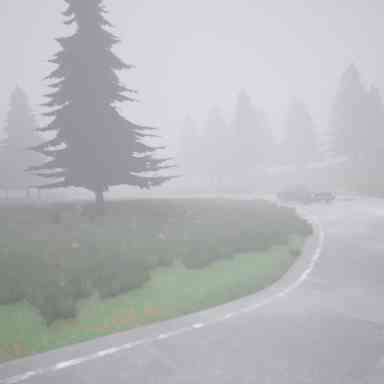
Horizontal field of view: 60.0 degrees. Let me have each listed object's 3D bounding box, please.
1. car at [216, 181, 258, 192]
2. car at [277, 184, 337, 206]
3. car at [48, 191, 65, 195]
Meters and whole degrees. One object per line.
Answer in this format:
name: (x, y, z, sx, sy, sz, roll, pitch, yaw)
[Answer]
car: (4.517, -0.332, 34.463, 2.128, 1.511, 4.902, -6, 4, -43)
car: (7.656, 0.160, 22.633, 1.895, 1.301, 4.718, -4, 3, -12)
car: (-23.798, 0.439, 58.109, 4.181, 1.385, 1.994, -1, 4, 45)
